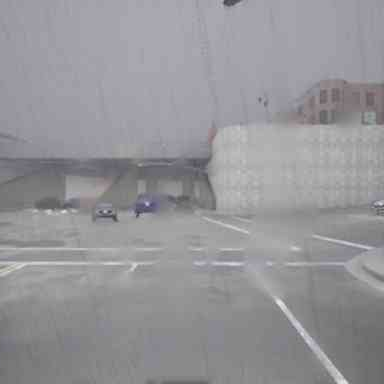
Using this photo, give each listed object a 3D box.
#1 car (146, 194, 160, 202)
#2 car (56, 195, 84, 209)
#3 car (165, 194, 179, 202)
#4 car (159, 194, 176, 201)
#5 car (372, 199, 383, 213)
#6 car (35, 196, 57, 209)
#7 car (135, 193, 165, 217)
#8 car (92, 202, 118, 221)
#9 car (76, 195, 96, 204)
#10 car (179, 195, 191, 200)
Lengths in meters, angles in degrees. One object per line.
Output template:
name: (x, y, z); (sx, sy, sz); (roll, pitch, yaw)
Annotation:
car: (-8.165, 1.277, 69.507); (1.837, 1.490, 4.892); (0, 0, 6)
car: (-14.803, 1.415, 42.117); (2.033, 1.411, 5.357); (0, 0, -1)
car: (-4.616, 1.305, 70.002); (2.128, 1.511, 4.902); (0, 0, 6)
car: (-5.802, 1.227, 79.573); (1.837, 1.490, 4.892); (0, 0, 24)
car: (14.733, 0.555, 22.617); (4.674, 1.442, 1.812); (-9, 0, 0)
car: (-18.312, 1.344, 42.598); (1.882, 1.535, 5.008); (0, 0, -1)
car: (-3.909, 1.125, 30.707); (2.150, 2.045, 5.566); (0, 0, -3)
car: (-6.860, 1.465, 26.261); (2.033, 1.411, 5.357); (0, 0, -15)
car: (-18.640, 1.306, 58.742); (2.128, 1.511, 4.902); (0, 0, -1)
car: (-1.940, 1.300, 79.680); (1.994, 1.385, 4.181); (0, 0, 28)
